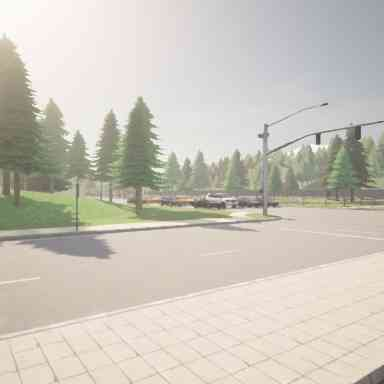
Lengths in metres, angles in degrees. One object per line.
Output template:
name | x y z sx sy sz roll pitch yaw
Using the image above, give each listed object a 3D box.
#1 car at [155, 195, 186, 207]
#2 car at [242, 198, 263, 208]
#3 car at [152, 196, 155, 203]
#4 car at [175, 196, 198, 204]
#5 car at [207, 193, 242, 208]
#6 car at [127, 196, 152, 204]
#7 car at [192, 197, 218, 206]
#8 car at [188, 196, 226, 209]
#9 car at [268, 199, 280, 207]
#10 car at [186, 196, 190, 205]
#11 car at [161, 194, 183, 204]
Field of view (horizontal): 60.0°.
car | -3.420 1.505 51.930 1.837 1.490 4.892 0 0 -35
car | 7.682 1.547 48.315 2.033 1.411 5.357 0 0 -35
car | -7.980 1.478 64.582 1.882 1.535 5.008 0 0 -35
car | -1.143 1.547 67.058 2.033 1.411 5.357 0 0 -34
car | 4.124 1.221 47.298 2.150 2.045 5.566 0 0 -34
car | -10.111 1.547 61.492 2.033 1.411 5.357 0 0 -36
car | 2.170 1.601 56.162 1.895 1.301 4.718 0 0 -35
car | 1.937 1.601 44.308 1.895 1.301 4.718 0 0 -35
car | 10.608 1.547 50.244 2.033 1.411 5.357 0 0 -35
car | -1.489 1.478 55.273 1.882 1.535 5.008 0 0 -35
car | -3.915 1.352 64.880 2.097 1.767 4.553 0 0 -35
